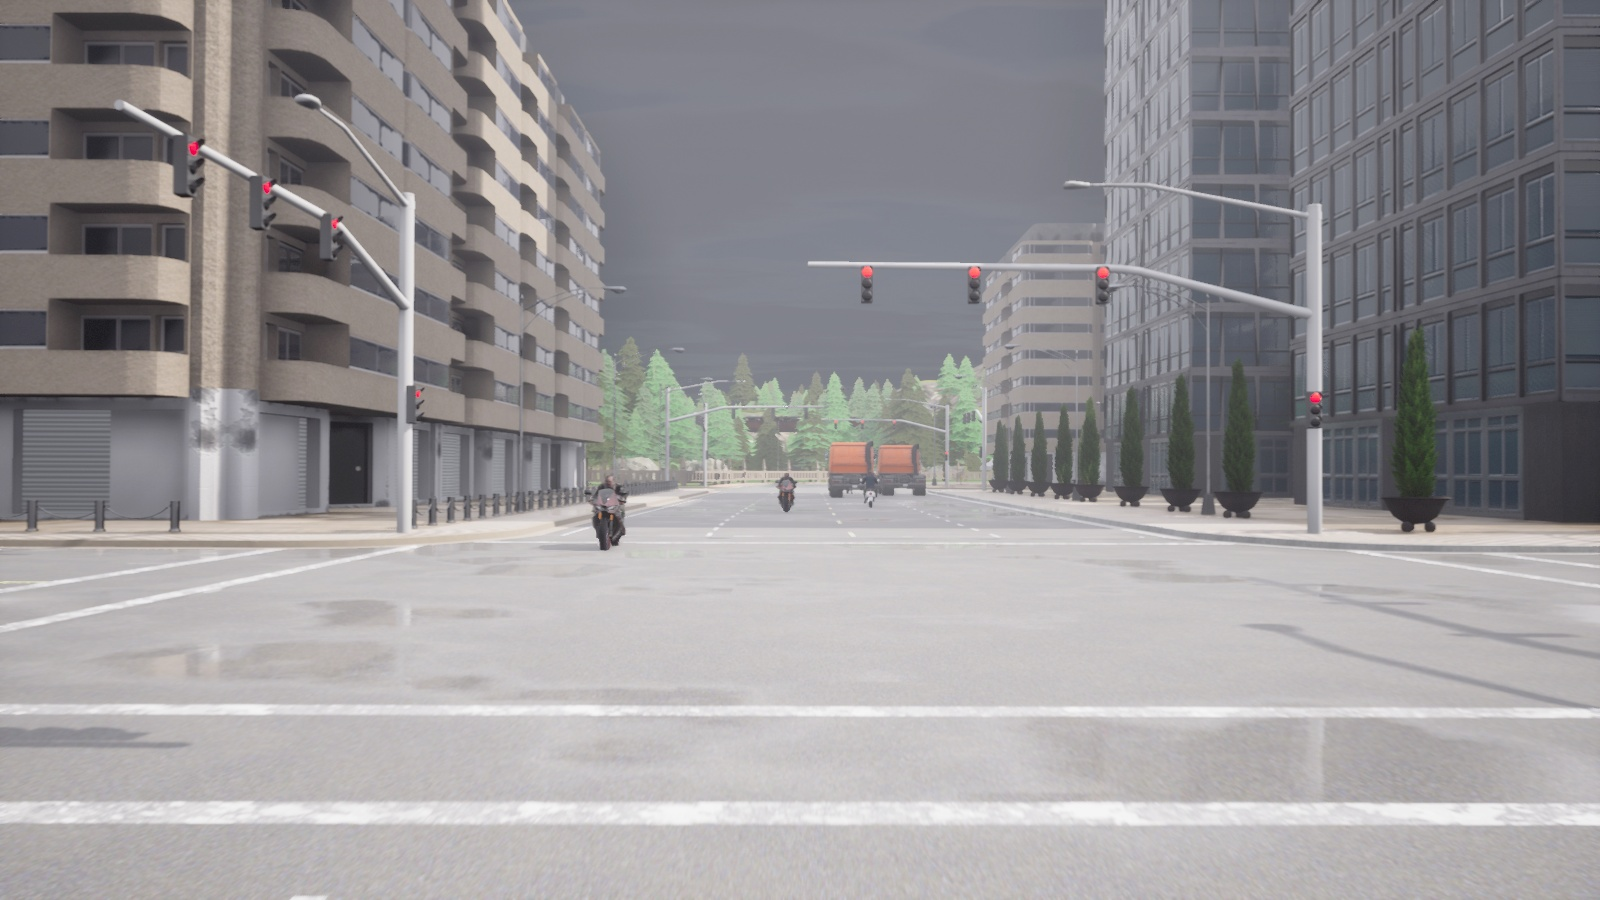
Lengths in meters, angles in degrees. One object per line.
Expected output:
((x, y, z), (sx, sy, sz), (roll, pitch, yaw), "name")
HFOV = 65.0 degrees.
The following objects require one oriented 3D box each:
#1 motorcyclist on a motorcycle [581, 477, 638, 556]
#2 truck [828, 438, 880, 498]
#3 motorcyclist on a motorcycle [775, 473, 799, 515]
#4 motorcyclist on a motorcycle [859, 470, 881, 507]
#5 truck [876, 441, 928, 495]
((-3.851, 1.323, 25.560), (0.866, 1.530, 2.191), (0, -1, -1), "motorcyclist on a motorcycle")
((3.230, 1.103, 76.617), (2.891, 3.462, 7.936), (0, -1, 0), "truck")
((-0.487, 1.650, 47.680), (0.866, 1.530, 2.191), (0, -1, 0), "motorcyclist on a motorcycle")
((3.067, 1.674, 54.852), (0.866, 1.590, 1.817), (0, -1, 0), "motorcyclist on a motorcycle")
((6.790, 1.219, 84.410), (2.891, 3.462, 7.936), (0, -1, 0), "truck")
